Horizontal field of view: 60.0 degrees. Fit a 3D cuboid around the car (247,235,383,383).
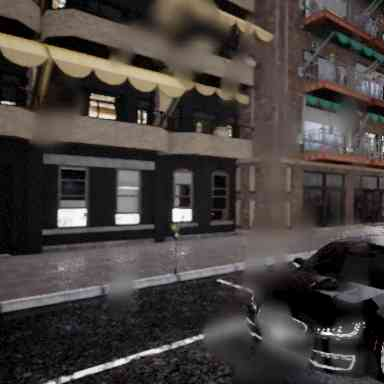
[{"bbox_3d":[3.055,1.541,5.558,4.892,1.490,1.837,0,0,-36],"label":"car"}]
